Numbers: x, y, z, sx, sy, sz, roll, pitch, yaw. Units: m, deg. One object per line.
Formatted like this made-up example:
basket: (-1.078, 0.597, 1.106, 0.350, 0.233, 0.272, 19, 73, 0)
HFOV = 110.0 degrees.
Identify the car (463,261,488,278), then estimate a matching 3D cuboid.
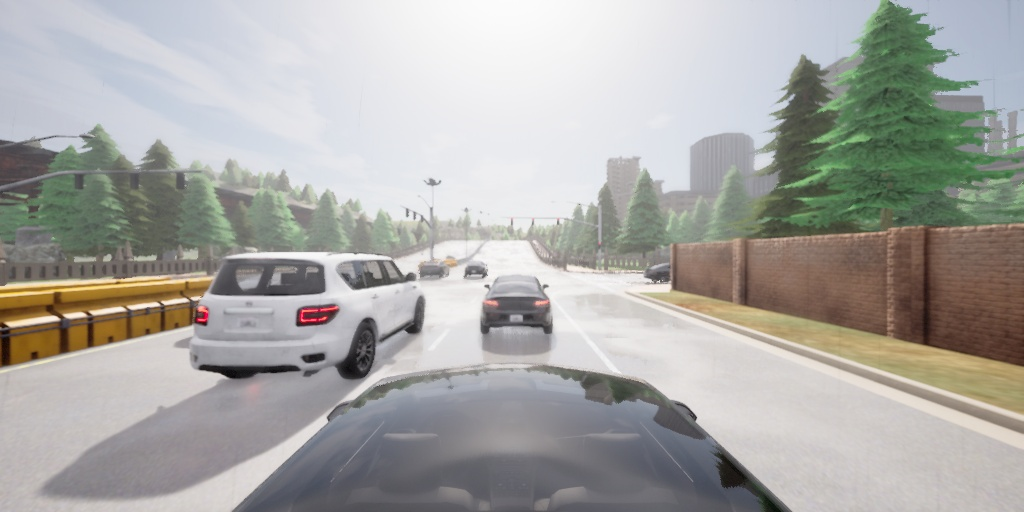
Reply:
car: (-3.227, 1.164, 32.708, 1.812, 1.442, 4.674, 0, 0, 0)

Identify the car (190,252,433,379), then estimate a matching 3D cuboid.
car: (-3.408, 0.951, 7.366, 2.150, 2.045, 5.566, 0, 0, 1)

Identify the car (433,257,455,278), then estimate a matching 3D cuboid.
car: (-6.725, 1.132, 31.718, 2.128, 1.511, 4.902, 0, 0, 0)

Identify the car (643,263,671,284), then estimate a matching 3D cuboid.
car: (11.668, 1.195, 25.179, 4.674, 1.442, 1.812, 0, 0, 0)

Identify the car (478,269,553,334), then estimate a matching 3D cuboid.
car: (0.128, 1.245, 10.421, 1.812, 1.442, 4.674, 0, 0, 1)
